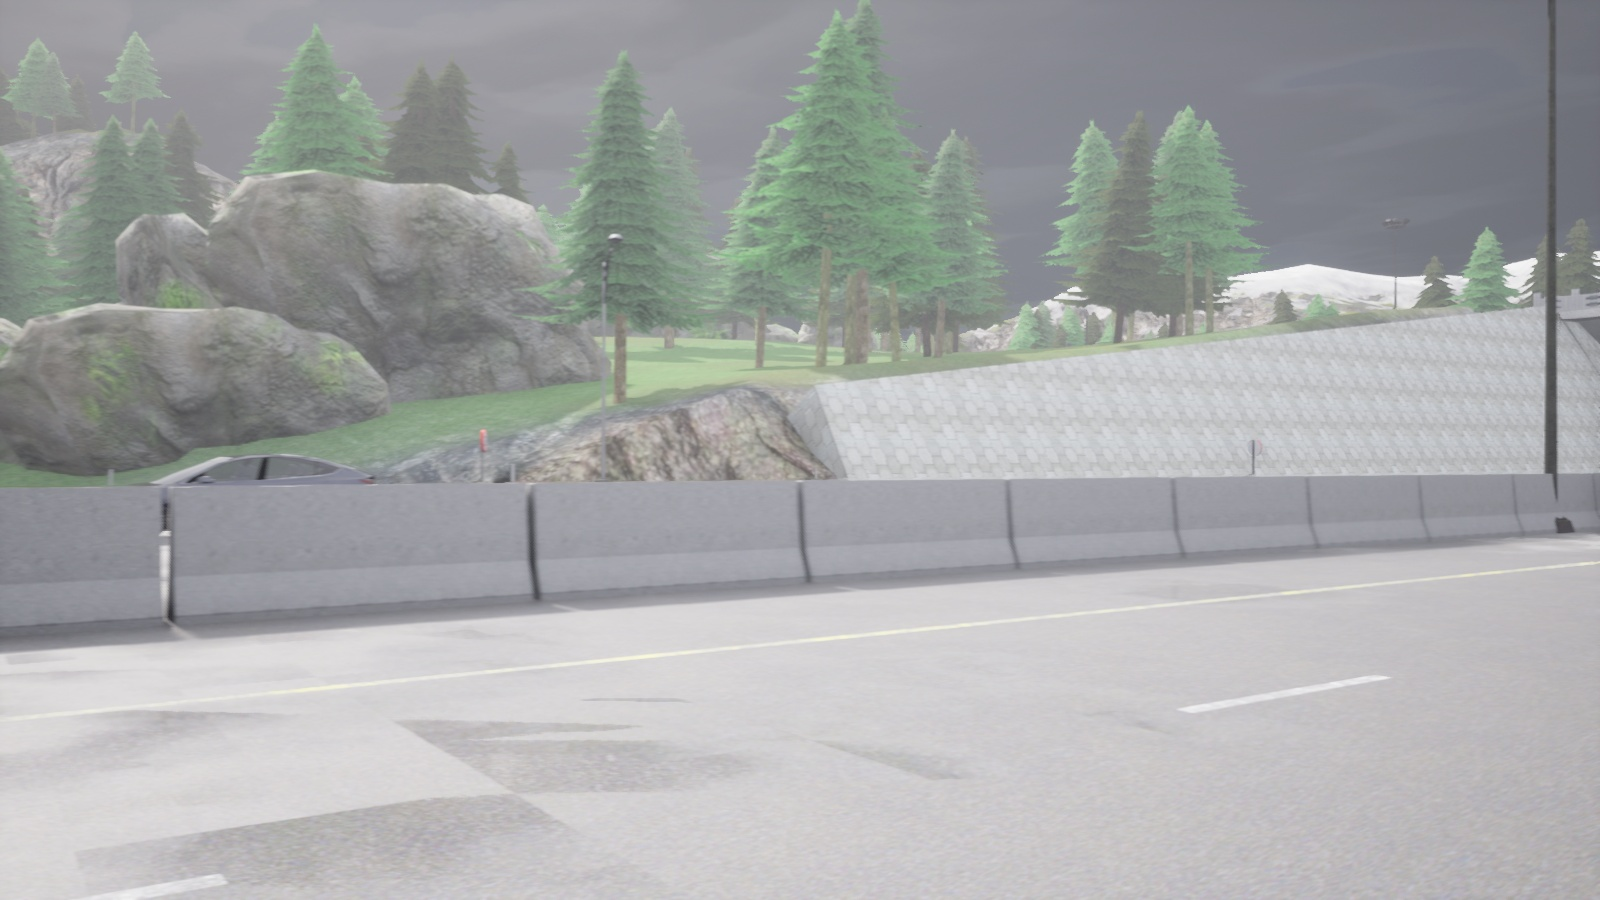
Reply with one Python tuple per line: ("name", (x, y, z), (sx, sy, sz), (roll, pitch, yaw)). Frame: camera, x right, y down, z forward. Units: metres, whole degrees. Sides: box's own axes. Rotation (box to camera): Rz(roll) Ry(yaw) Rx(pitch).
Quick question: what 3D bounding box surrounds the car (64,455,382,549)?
("car", (-10.137, 0.833, 22.188), (4.792, 1.488, 2.163), (0, 0, -35))
